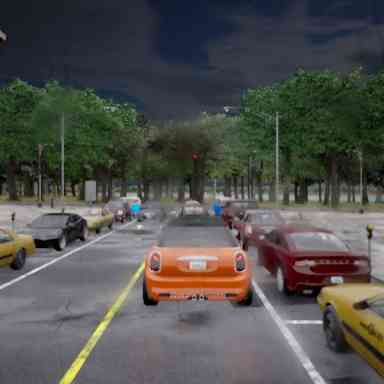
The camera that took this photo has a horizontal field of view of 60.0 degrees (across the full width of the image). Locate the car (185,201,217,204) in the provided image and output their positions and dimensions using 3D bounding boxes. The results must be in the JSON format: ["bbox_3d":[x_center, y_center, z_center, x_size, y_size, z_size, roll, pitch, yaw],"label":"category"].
[{"bbox_3d":[0.130,1.493,18.320,2.128,1.511,4.902,0,0,0],"label":"car"}]

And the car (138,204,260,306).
[{"bbox_3d":[0.113,1.352,8.168,2.097,1.767,4.553,0,0,0],"label":"car"}]

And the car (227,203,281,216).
[{"bbox_3d":[2.786,1.441,14.019,1.967,1.590,4.097,0,0,0],"label":"car"}]

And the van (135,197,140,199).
[{"bbox_3d":[-5.710,1.345,30.347,1.690,1.788,3.998,0,0,0],"label":"van"}]

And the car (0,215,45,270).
[{"bbox_3d":[-5.750,1.525,8.427,1.752,1.417,4.829,0,0,0],"label":"car"}]

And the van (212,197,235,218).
[{"bbox_3d":[2.815,1.345,30.332,1.690,1.788,3.998,0,0,0],"label":"van"}]

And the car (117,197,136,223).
[{"bbox_3d":[-5.720,1.443,24.910,1.967,1.590,4.097,0,0,0],"label":"car"}]

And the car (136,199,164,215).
[{"bbox_3d":[-2.974,1.495,25.757,2.128,1.511,4.902,0,0,1],"label":"car"}]

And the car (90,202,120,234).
[{"bbox_3d":[-5.730,1.527,19.302,1.752,1.417,4.829,0,0,0],"label":"car"}]

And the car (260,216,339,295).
[{"bbox_3d":[2.776,1.545,8.582,1.887,1.381,4.507,0,0,0],"label":"car"}]

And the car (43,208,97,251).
[{"bbox_3d":[-5.739,1.566,14.034,1.947,1.339,4.313,0,0,0],"label":"car"}]

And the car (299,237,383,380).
[{"bbox_3d":[2.766,1.525,3.314,1.752,1.417,4.829,0,0,0],"label":"car"}]

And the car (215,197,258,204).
[{"bbox_3d":[2.795,1.316,19.457,2.192,1.841,5.009,0,0,0],"label":"car"}]
